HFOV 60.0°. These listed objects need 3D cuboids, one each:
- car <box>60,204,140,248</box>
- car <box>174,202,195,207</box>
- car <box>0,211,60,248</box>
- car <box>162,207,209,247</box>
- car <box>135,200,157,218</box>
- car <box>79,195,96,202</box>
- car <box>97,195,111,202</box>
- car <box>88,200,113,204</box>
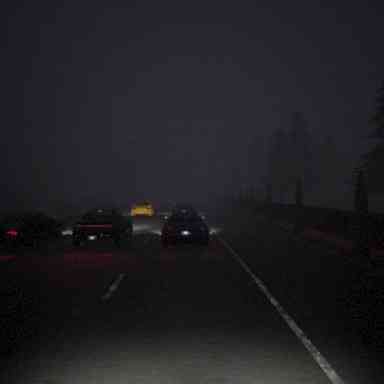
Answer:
[{"bbox_3d":[-3.816,1.492,14.833,2.128,1.511,4.902,0,0,-2],"label":"car"},{"bbox_3d":[-0.709,1.570,29.844,1.994,1.385,4.181,0,0,-1],"label":"car"},{"bbox_3d":[-7.313,1.560,14.708,2.033,1.411,5.357,0,0,-2],"label":"car"},{"bbox_3d":[-0.318,1.570,14.957,1.994,1.385,4.181,0,0,-2],"label":"car"},{"bbox_3d":[-4.208,1.482,29.763,1.882,1.535,5.008,0,0,-1],"label":"car"},{"bbox_3d":[-22.709,1.490,72.557,2.033,1.411,5.357,0,0,-1],"label":"car"},{"bbox_3d":[-19.210,1.451,72.638,1.837,1.490,4.892,0,0,-1],"label":"car"},{"bbox_3d":[-7.707,1.570,29.681,1.994,1.385,4.181,0,0,-1],"label":"car"}]
